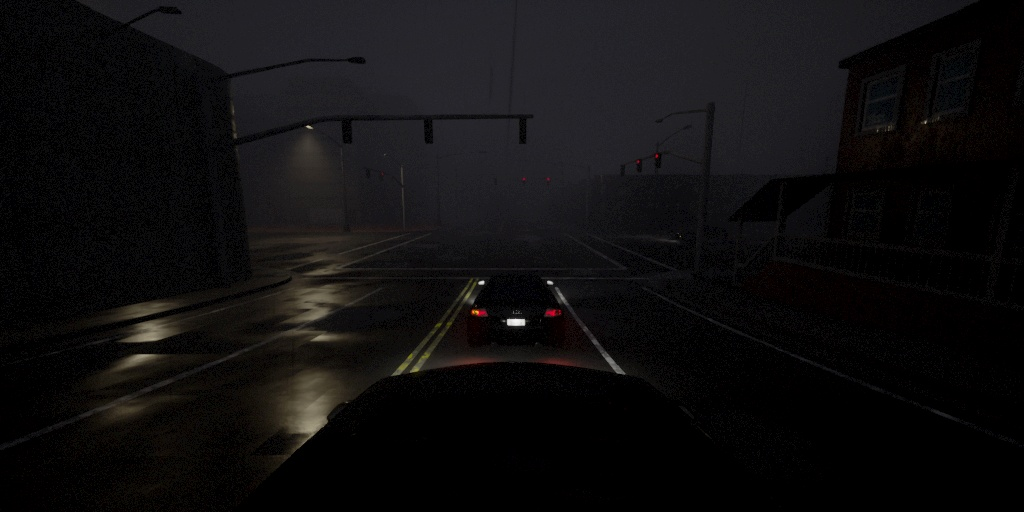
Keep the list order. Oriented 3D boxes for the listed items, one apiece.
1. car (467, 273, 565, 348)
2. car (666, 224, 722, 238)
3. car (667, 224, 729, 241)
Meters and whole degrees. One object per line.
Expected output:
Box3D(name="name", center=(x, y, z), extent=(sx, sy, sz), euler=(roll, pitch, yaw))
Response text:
Box3D(name="car", center=(0.093, 1.090, 8.707), extent=(1.994, 1.385, 4.181), euler=(0, 3, 0))
Box3D(name="car", center=(18.879, -2.642, 37.366), extent=(4.718, 1.301, 1.895), euler=(0, 8, 1))
Box3D(name="car", center=(17.777, -2.226, 33.886), extent=(4.892, 1.490, 1.837), euler=(0, 8, 0))
